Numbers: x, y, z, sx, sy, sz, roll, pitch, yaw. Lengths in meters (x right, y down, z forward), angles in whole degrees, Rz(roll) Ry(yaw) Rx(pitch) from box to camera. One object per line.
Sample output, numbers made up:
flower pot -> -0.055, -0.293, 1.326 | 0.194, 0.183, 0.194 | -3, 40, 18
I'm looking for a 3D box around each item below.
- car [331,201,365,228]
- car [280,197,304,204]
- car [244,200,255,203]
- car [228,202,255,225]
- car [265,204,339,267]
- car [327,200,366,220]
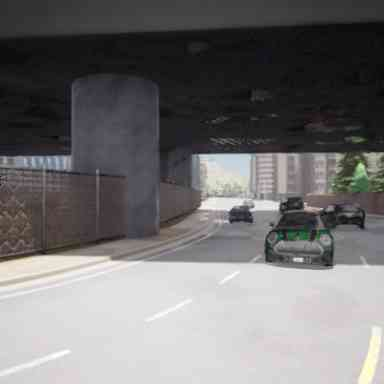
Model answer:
car -> 10.743, 1.604, 24.208 | 2.097, 1.767, 4.553 | 0, -1, 8
car -> 12.320, 1.661, 41.259 | 2.150, 2.045, 5.566 | 0, 0, 4
car -> 10.060, 2.131, 58.882 | 2.128, 1.511, 4.902 | 0, -1, 4
car -> 4.003, 1.847, 27.471 | 2.033, 1.411, 5.357 | 0, -1, 6
car -> 3.990, 1.483, 12.150 | 2.097, 1.767, 4.553 | 0, -1, 21
car -> 15.131, 1.693, 32.820 | 2.097, 1.767, 4.553 | 0, -1, 5
